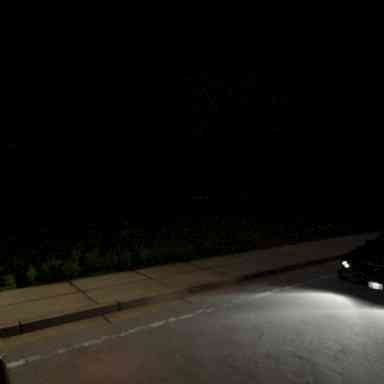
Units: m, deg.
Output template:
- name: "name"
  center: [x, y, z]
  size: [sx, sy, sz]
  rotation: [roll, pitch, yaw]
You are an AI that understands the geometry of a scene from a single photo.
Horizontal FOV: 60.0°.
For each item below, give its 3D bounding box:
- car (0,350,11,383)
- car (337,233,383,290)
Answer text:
- name: "car"
  center: [-3.236, 1.590, 1.668]
  size: [4.181, 1.385, 1.994]
  rotation: [-1, 0, -36]
- name: "car"
  center: [5.827, 1.458, 8.214]
  size: [5.357, 1.411, 2.033]
  rotation: [-1, 0, -36]
